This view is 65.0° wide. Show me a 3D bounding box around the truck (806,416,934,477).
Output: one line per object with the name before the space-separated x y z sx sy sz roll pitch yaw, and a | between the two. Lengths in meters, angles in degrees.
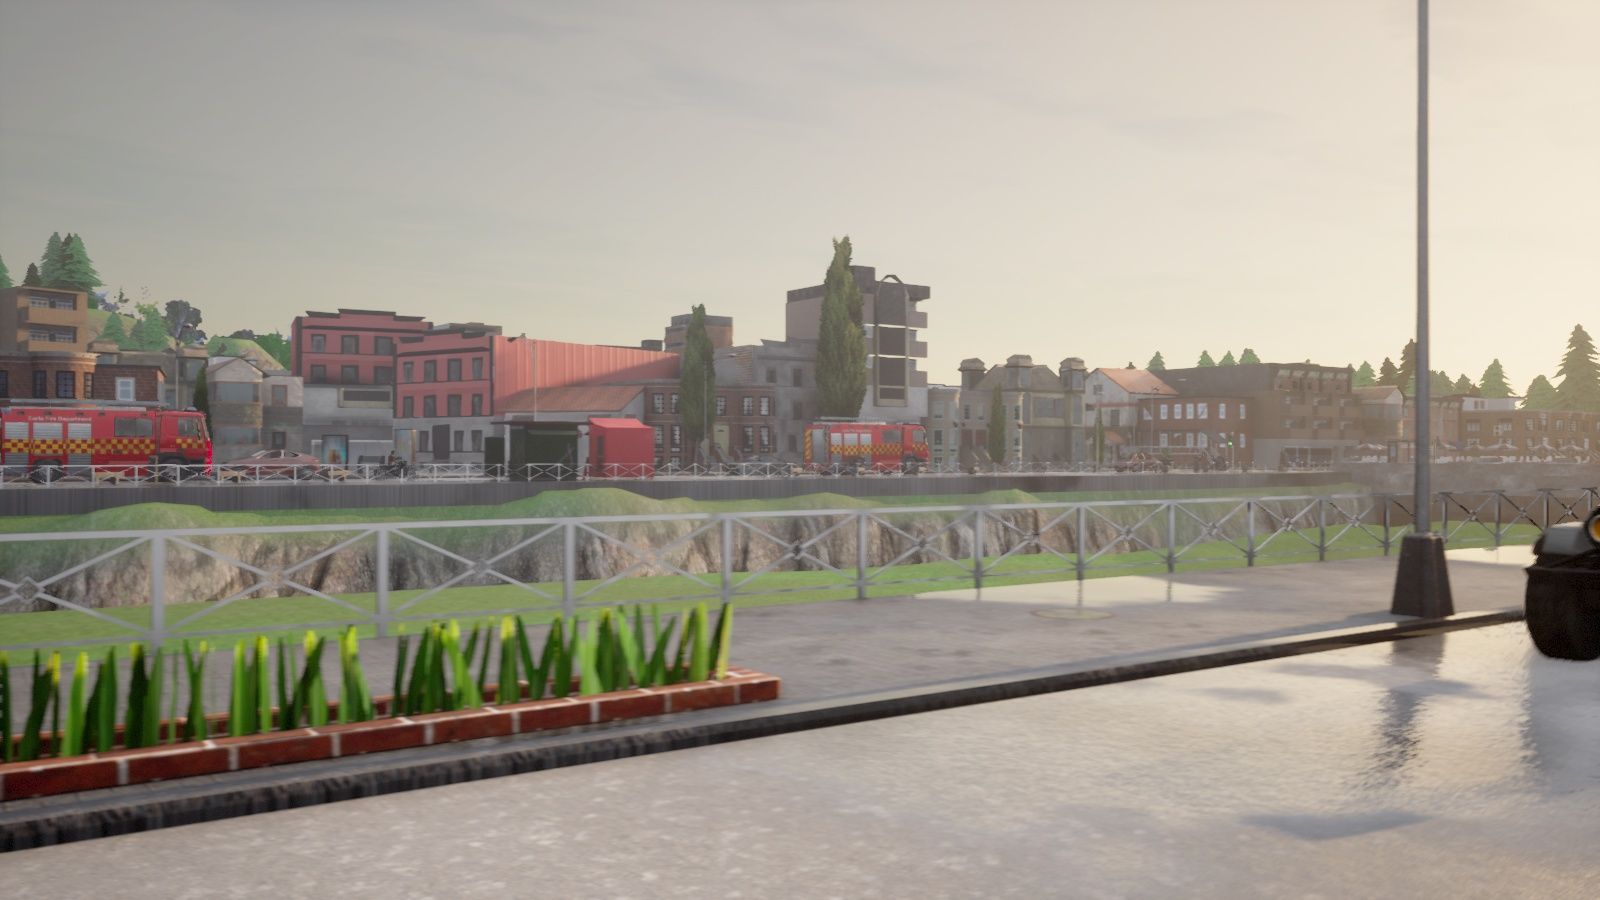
truck | 4.678 -0.227 82.714 8.468 3.827 2.891 0 0 -35

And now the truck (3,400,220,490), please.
truck | -31.455 -0.212 57.549 8.468 3.827 2.891 0 0 -35

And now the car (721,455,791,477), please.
car | -2.879 1.016 82.321 4.181 1.385 1.994 0 0 -35

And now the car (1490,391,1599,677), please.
car | 6.971 0.548 9.120 3.866 1.878 1.905 0 0 -35

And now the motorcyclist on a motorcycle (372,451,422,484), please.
motorcyclist on a motorcycle | -20.830 0.898 64.945 2.350 1.649 0.766 0 0 -35

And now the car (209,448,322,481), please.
car | -27.668 0.741 65.057 5.027 1.651 2.152 0 0 -35
